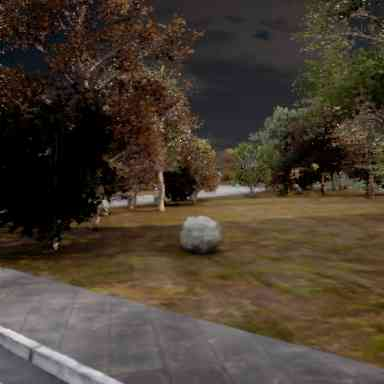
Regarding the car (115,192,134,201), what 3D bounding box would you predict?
[{"bbox_3d":[-12.298,0.780,58.818,2.128,1.511,4.902,0,3,39],"label":"car"}]
